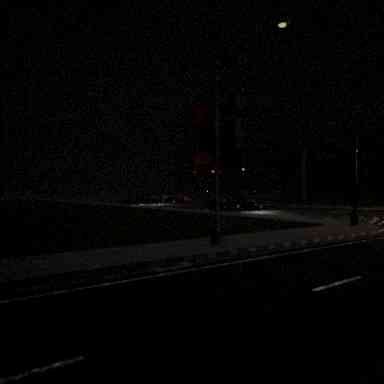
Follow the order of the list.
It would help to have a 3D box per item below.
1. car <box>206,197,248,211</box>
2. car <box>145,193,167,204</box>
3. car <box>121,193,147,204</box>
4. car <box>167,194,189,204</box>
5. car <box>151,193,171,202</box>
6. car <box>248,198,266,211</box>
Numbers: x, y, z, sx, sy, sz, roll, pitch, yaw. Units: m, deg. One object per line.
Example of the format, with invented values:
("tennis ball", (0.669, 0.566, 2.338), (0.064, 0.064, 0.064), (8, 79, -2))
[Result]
("car", (3.596, 1.378, 38.236), (2.128, 1.511, 4.902), (0, 0, -36))
("car", (-6.830, 1.344, 58.103), (1.812, 1.442, 4.674), (0, 0, -36))
("car", (-10.387, 1.368, 57.485), (2.033, 1.411, 5.357), (0, 0, -36))
("car", (-3.214, 1.169, 58.788), (2.097, 1.767, 4.553), (0, 0, -36))
("car", (-6.402, 1.130, 68.556), (2.097, 1.767, 4.553), (0, 0, -36))
("car", (6.604, 1.408, 39.616), (1.812, 1.442, 4.674), (0, 0, -36))
